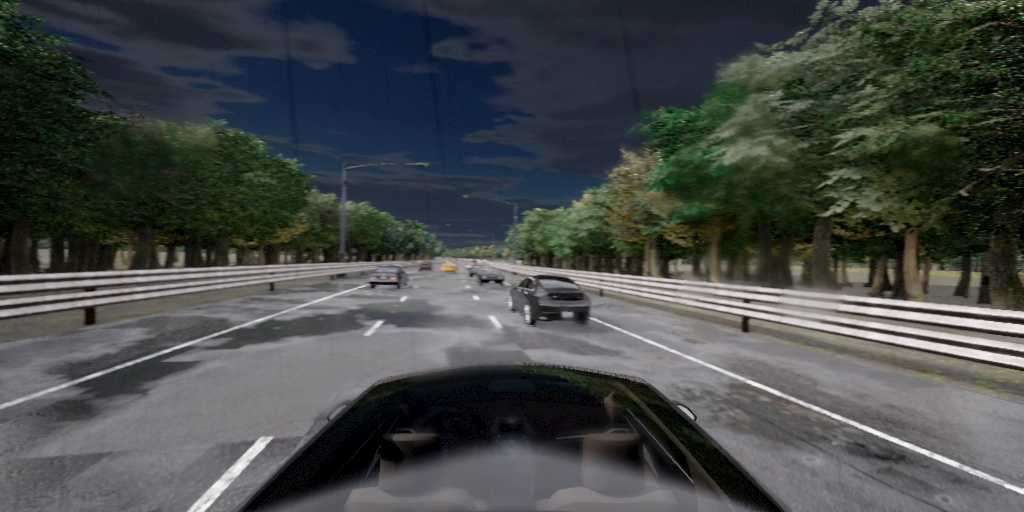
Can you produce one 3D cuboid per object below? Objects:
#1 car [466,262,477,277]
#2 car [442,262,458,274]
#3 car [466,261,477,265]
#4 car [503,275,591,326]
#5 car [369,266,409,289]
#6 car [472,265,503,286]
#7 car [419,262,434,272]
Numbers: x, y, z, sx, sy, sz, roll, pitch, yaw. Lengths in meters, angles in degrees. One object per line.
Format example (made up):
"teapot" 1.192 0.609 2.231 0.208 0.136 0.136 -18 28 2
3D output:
"car" -3.967 1.738 41.573 1.994 1.385 4.181 2 -1 -9
"car" -8.763 1.647 50.456 1.882 1.535 5.008 2 -1 -9
"car" -7.286 1.990 64.194 1.895 1.301 4.718 2 -1 -8
"car" 1.109 1.405 12.330 1.837 1.490 4.892 2 -1 -11
"car" -7.989 1.361 23.579 2.033 1.411 5.357 2 -1 -10
"car" -1.835 1.642 28.602 1.895 1.301 4.718 2 -1 -10
"car" -12.801 1.612 53.847 1.837 1.490 4.892 2 -2 -8
